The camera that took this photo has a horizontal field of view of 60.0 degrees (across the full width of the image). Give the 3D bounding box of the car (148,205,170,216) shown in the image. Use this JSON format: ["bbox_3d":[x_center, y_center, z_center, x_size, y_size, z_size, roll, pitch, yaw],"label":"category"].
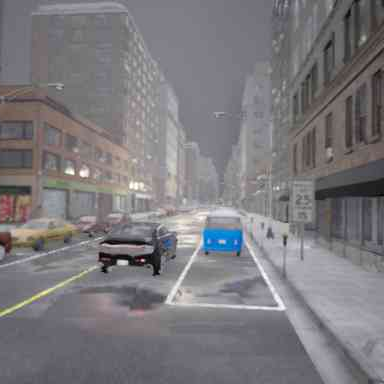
[{"bbox_3d":[-4.509,2.735,43.054,1.752,1.417,4.829,2,-2,6],"label":"car"}]

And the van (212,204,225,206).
[{"bbox_3d":[2.958,2.345,31.501,1.690,1.788,3.998,2,-2,6],"label":"van"}]

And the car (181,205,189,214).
[{"bbox_3d":[-2.398,3.382,65.085,1.967,1.590,4.097,1,-2,6],"label":"car"}]

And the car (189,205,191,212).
[{"bbox_3d":[-1.893,3.646,70.379,1.752,1.417,4.829,1,-2,6],"label":"car"}]

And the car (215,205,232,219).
[{"bbox_3d":[4.526,2.857,47.893,2.192,1.841,5.009,1,-2,6],"label":"car"}]

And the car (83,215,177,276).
[{"bbox_3d":[-1.657,1.789,11.490,2.128,1.511,4.902,1,-2,5],"label":"car"}]

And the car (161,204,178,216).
[{"bbox_3d":[-3.964,2.711,48.694,2.192,1.841,5.009,2,-2,6],"label":"car"}]

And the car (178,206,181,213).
[{"bbox_3d":[-3.449,3.159,54.151,1.802,1.307,4.206,2,-2,6],"label":"car"}]

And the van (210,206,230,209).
[{"bbox_3d":[1.912,1.988,20.574,1.690,1.788,3.998,2,-2,6],"label":"van"}]

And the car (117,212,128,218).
[{"bbox_3d":[-6.066,2.260,26.826,1.802,1.307,4.206,2,-2,6],"label":"car"}]

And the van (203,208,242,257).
[{"bbox_3d":[1.389,1.810,15.110,1.690,1.788,3.998,2,-2,6],"label":"van"}]

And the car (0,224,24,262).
[{"bbox_3d":[-7.635,1.689,10.432,1.887,1.381,4.507,2,-2,6],"label":"car"}]

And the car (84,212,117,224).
[{"bbox_3d":[-6.589,2.082,21.361,1.802,1.307,4.206,2,-2,6],"label":"car"}]

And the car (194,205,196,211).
[{"bbox_3d":[-0.828,3.938,81.480,1.967,1.590,4.097,1,-2,6],"label":"car"}]

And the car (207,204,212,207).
[{"bbox_3d":[5.852,4.312,89.874,1.994,1.385,4.181,1,-2,6],"label":"car"}]

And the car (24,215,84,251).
[{"bbox_3d":[-7.127,1.842,15.728,1.752,1.417,4.829,2,-2,6],"label":"car"}]

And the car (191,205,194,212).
[{"bbox_3d":[-1.355,3.862,76.012,2.008,1.369,4.403,1,-2,6],"label":"car"}]
